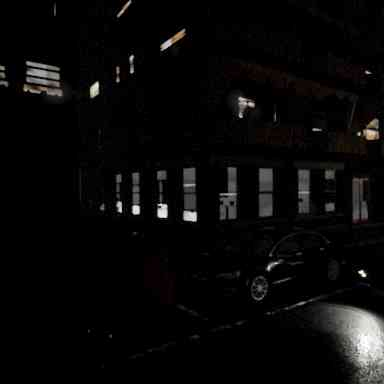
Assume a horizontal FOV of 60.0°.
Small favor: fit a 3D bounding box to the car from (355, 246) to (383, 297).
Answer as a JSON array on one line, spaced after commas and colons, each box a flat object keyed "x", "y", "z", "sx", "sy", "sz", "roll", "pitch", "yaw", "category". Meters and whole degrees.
[{"x": 5.889, "y": 1.534, "z": 7.605, "sx": 5.357, "sy": 1.411, "sz": 2.033, "roll": 0, "pitch": 0, "yaw": -36, "category": "car"}]

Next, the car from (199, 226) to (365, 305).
[{"x": 1.932, "y": 1.542, "z": 7.976, "sx": 4.403, "sy": 1.369, "sz": 2.008, "roll": 0, "pitch": -1, "yaw": -36, "category": "car"}]

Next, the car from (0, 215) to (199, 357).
[{"x": -2.613, "y": 1.314, "z": 4.700, "sx": 5.009, "sy": 1.841, "sz": 2.192, "roll": 0, "pitch": -1, "yaw": -36, "category": "car"}]
